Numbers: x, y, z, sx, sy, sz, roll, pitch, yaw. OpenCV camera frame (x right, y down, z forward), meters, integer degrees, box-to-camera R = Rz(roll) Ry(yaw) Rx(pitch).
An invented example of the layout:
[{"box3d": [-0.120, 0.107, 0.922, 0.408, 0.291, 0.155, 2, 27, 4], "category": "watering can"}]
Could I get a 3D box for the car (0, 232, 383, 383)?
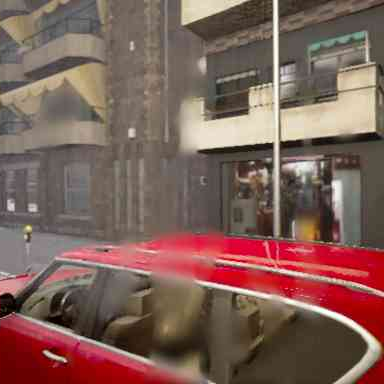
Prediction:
[{"box3d": [-0.287, 1.308, 2.941, 5.009, 1.841, 2.192, 0, -1, 36], "category": "car"}]
